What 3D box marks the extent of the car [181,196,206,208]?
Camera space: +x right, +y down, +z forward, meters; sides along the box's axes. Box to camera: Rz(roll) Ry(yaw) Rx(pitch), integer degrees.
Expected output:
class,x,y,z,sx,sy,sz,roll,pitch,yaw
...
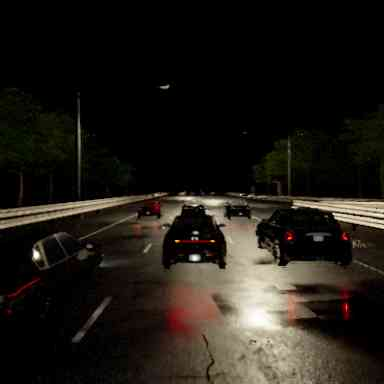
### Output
class,x,y,z,sx,sy,sz,roll,pitch,yaw
car,0.094,1.390,26.961,2.128,1.511,4.902,0,0,0

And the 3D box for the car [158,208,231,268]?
class,x,y,z,sx,sy,sz,roll,pitch,yaw
car,0.085,1.478,11.118,1.837,1.490,4.892,0,0,0

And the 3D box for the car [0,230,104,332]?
class,x,y,z,sx,sy,sz,roll,pitch,yaw
car,-3.434,1.532,7.058,2.033,1.411,5.357,0,0,0

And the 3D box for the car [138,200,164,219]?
class,x,y,z,sx,sy,sz,roll,pitch,yaw
car,-3.403,1.417,27.993,1.812,1.442,4.674,0,0,0

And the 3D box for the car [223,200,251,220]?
class,x,y,z,sx,sy,sz,roll,pitch,yaw
car,3.594,1.390,26.947,2.128,1.511,4.902,0,0,0

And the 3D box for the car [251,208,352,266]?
class,x,y,z,sx,sy,sz,roll,pitch,yaw
car,3.585,1.327,11.539,2.097,1.767,4.553,0,0,0
